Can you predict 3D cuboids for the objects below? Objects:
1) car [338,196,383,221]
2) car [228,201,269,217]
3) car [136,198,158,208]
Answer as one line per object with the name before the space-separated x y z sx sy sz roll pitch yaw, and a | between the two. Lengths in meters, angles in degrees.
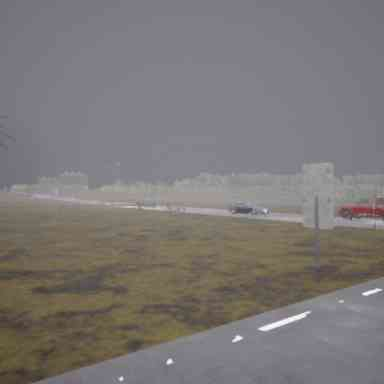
car | 15.053 1.367 27.517 2.150 2.045 5.566 -1 1 -36
car | 5.915 1.724 35.074 2.128 1.511 4.902 -2 1 -36
car | -7.360 1.736 53.717 1.837 1.490 4.892 -2 0 -35
